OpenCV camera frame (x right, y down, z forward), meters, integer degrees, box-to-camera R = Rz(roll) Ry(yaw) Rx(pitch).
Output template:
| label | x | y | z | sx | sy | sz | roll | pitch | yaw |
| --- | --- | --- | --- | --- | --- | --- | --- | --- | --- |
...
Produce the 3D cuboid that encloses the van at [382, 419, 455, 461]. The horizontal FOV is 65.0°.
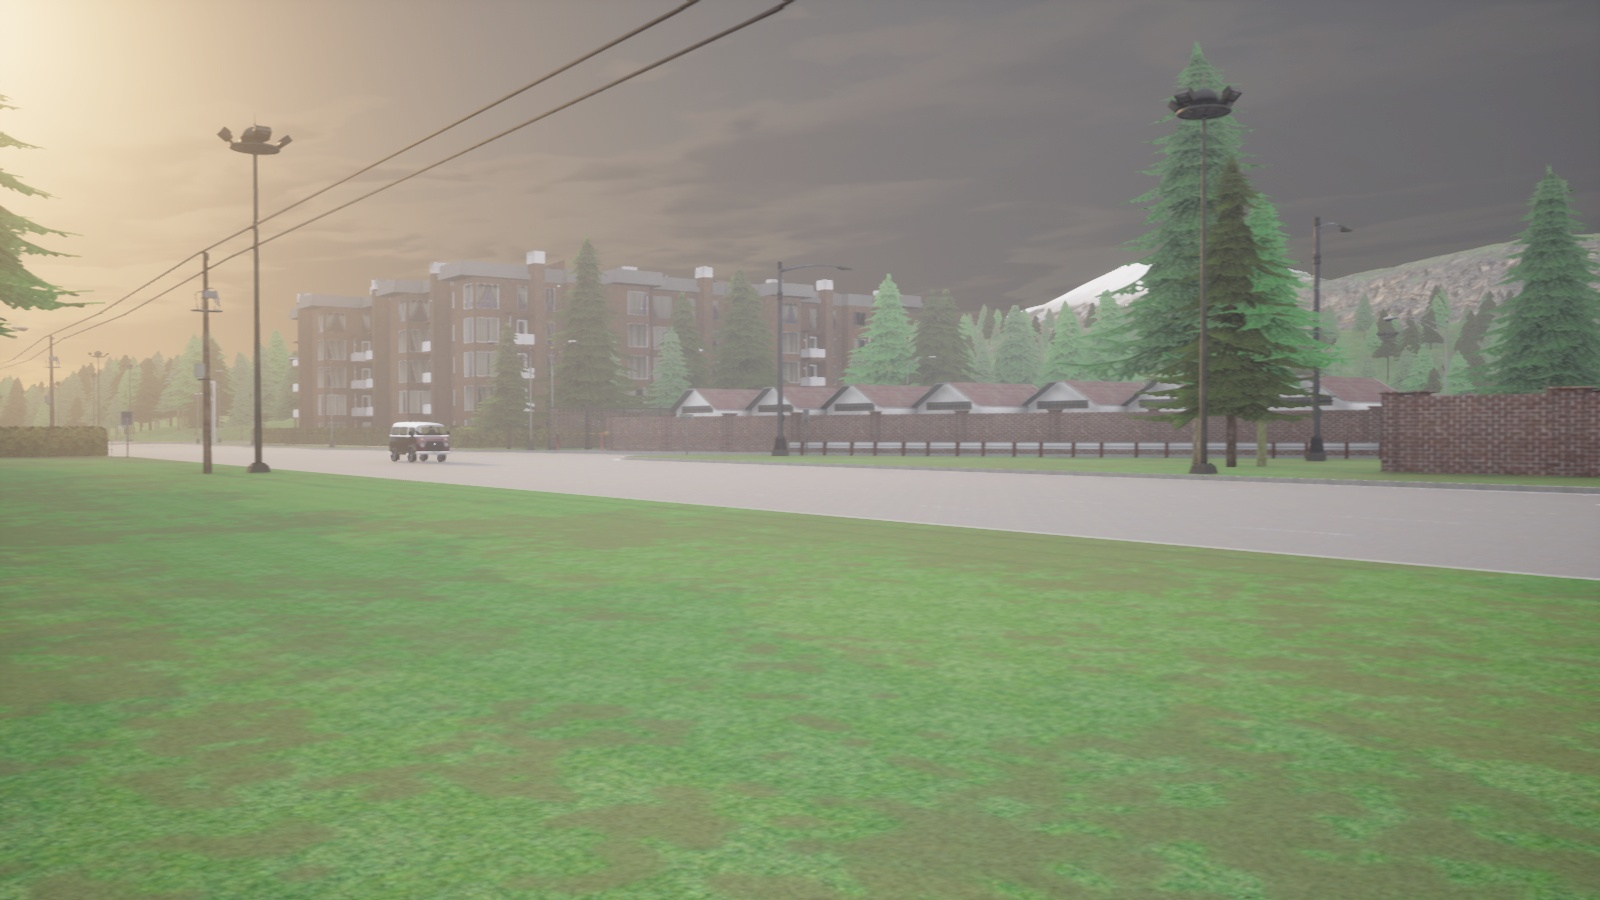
| label | x | y | z | sx | sy | sz | roll | pitch | yaw |
| --- | --- | --- | --- | --- | --- | --- | --- | --- | --- |
| van | -19.248 | -0.543 | 63.230 | 2.069 | 2.038 | 4.480 | 0 | 1 | -37 |
